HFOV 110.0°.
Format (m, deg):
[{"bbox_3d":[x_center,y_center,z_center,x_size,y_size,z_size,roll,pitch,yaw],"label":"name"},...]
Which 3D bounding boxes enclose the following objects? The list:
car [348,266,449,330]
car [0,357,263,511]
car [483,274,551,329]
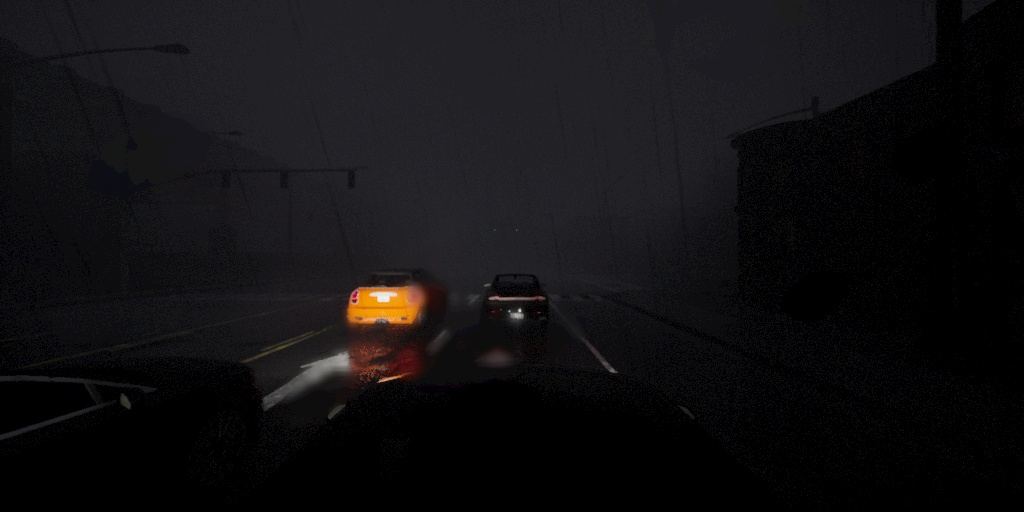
[{"bbox_3d":[-3.387,1.172,11.600,2.097,1.767,4.553,0,-1,0],"label":"car"},{"bbox_3d":[-3.400,1.242,1.601,2.128,1.511,4.902,0,0,0],"label":"car"},{"bbox_3d":[0.112,1.313,11.515,2.128,1.511,4.902,0,0,0],"label":"car"}]
